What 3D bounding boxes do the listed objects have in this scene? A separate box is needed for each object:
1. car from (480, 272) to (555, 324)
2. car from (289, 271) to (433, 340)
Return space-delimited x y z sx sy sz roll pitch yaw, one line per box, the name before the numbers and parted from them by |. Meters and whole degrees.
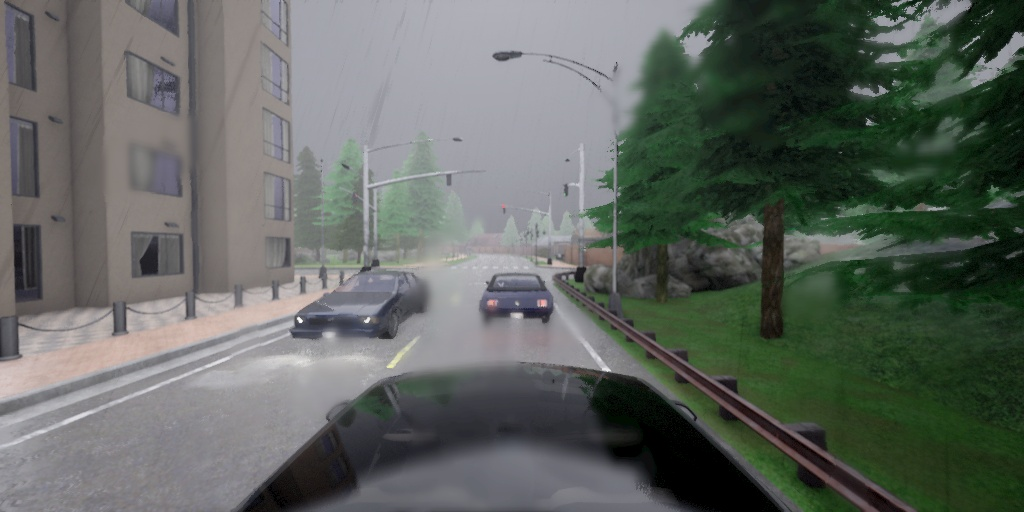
car | 0.115 1.143 11.050 1.895 1.301 4.718 0 1 -1
car | -3.528 1.119 9.679 2.033 1.411 5.357 0 1 1
